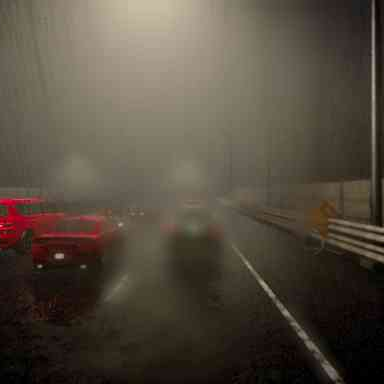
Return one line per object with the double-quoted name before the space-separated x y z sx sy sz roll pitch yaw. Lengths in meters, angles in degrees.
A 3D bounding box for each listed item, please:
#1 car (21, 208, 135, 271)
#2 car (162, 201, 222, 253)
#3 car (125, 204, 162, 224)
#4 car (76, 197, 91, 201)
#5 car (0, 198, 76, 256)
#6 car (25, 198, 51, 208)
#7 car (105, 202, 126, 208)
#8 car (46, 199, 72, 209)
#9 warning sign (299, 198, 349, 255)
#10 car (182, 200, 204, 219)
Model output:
"car" -3.435 1.524 11.176 1.882 1.535 5.008 0 0 1
"car" 0.092 1.410 14.216 2.097 1.767 4.553 0 0 0
"car" -3.410 1.658 25.770 2.033 1.411 5.357 0 0 1
"car" -17.458 1.598 53.069 2.097 1.767 4.553 0 0 1
"car" -6.912 1.280 13.475 2.150 2.045 5.566 0 0 1
"car" -24.452 1.750 52.952 1.837 1.490 4.892 0 0 1
"car" -6.868 1.659 30.612 1.812 1.442 4.674 0 0 0
"car" -20.952 1.791 52.660 2.033 1.411 5.357 0 0 1
"warning sign" 4.564 1.163 11.585 1.300 1.860 1.060 0 -1 0
"car" 0.136 1.613 31.143 1.882 1.535 5.008 0 0 0
